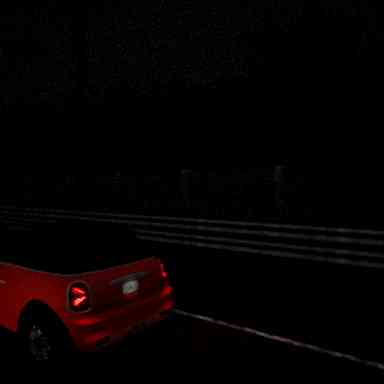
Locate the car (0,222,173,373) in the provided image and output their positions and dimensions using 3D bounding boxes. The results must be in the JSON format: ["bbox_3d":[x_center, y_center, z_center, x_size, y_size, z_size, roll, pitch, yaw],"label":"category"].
[{"bbox_3d":[-2.579,1.319,5.835,4.553,1.767,2.097,0,0,36],"label":"car"}]
